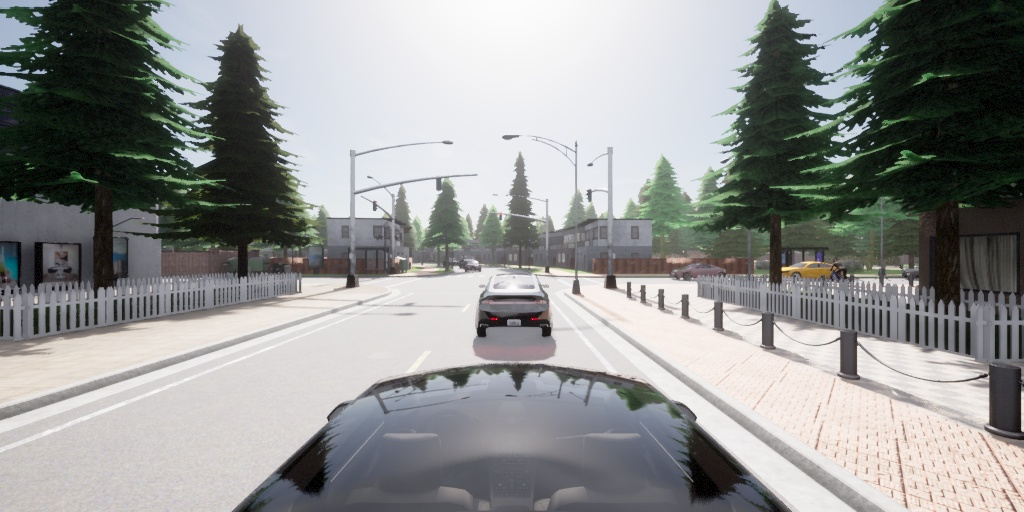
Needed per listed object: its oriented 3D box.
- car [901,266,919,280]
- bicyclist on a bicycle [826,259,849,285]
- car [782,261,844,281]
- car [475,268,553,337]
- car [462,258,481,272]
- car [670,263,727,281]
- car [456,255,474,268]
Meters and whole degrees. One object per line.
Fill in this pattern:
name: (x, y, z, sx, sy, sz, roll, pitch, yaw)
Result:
car: (34.555, 1.239, 28.977, 4.892, 1.490, 1.837, 0, 0, 2)
bicyclist on a bicycle: (19.892, 1.035, 21.940, 0.582, 1.620, 1.656, 0, 0, 2)
car: (24.183, 1.212, 29.301, 5.008, 1.535, 1.882, 0, 0, 2)
car: (0.059, 1.241, 10.259, 2.128, 1.511, 4.902, 0, 0, 0)
car: (-4.930, 1.279, 45.379, 1.994, 1.385, 4.181, 0, 0, -7)
car: (15.304, 1.299, 29.558, 4.181, 1.385, 1.994, 0, 0, 2)
car: (-6.825, 0.937, 55.707, 2.150, 2.045, 5.566, 0, 0, -16)
